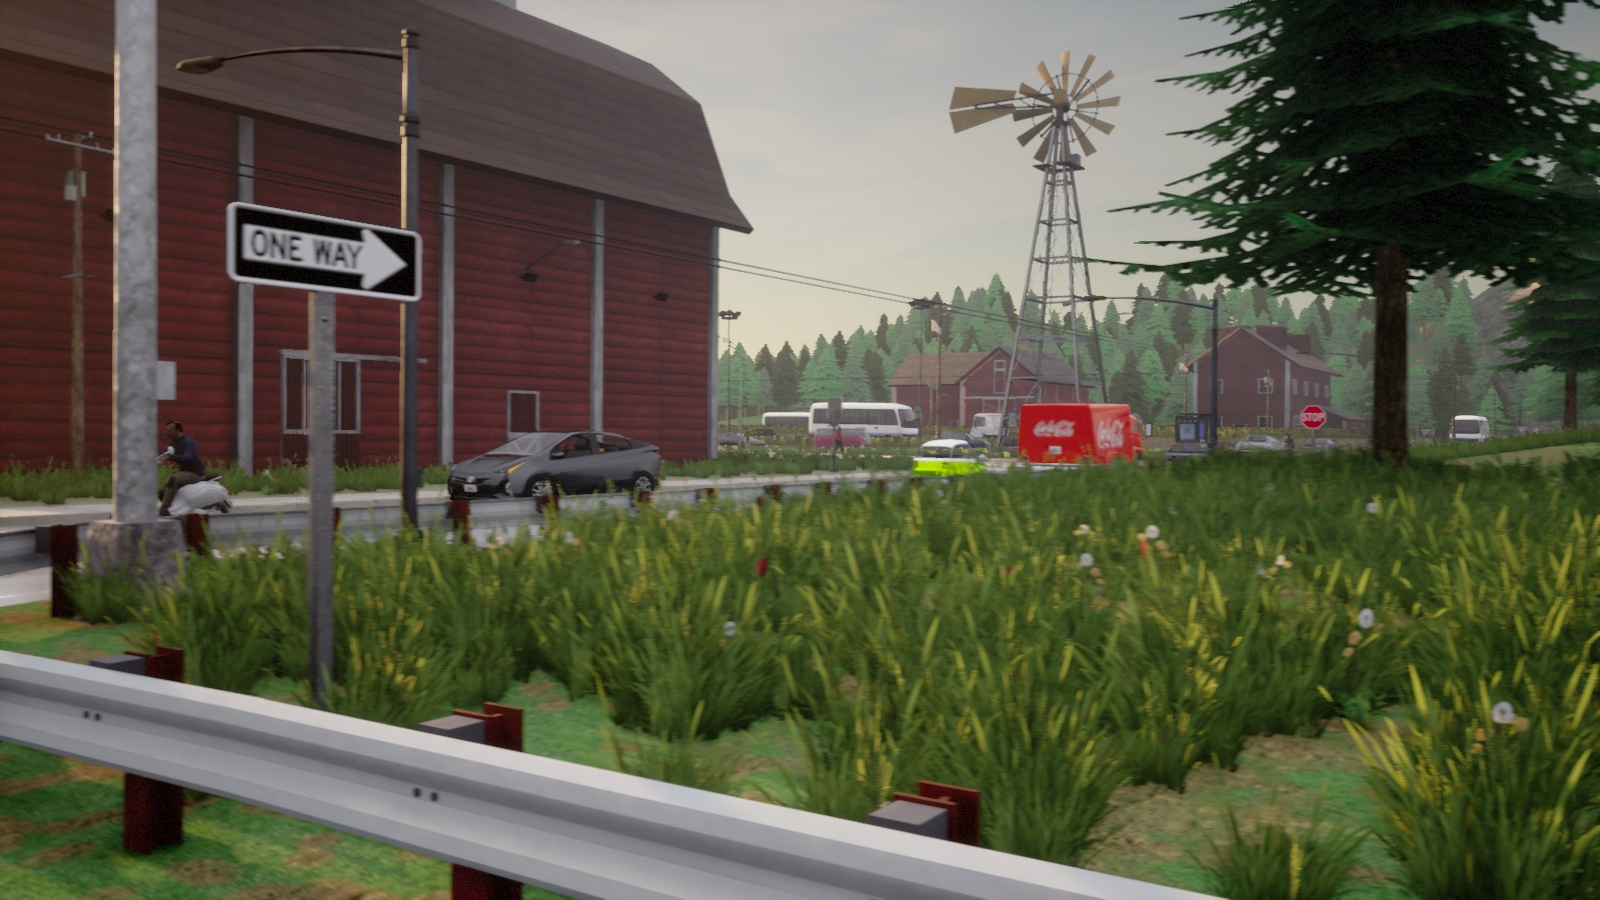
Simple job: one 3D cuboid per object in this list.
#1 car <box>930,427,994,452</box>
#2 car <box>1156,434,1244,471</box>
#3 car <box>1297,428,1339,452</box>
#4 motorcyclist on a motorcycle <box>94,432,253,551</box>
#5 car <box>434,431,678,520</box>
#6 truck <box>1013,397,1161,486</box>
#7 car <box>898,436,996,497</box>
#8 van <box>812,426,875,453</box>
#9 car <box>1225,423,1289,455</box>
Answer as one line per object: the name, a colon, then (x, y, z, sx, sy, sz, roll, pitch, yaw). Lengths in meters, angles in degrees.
car: (11.785, -0.748, 91.273, 4.553, 1.767, 2.097, 0, 1, 10)
car: (15.101, 0.070, 47.257, 1.895, 1.301, 4.718, 0, 1, 34)
car: (33.293, -0.642, 80.606, 1.845, 1.501, 3.633, 0, 1, 33)
motorcyclist on a motorcycle: (-8.876, 0.547, 17.856, 0.866, 1.590, 1.817, 0, 1, 34)
car: (-4.582, 0.413, 24.245, 2.007, 1.525, 4.514, 0, 1, 34)
truck: (8.705, -0.316, 37.742, 2.627, 2.467, 5.204, 0, 2, 34)
car: (3.546, 0.367, 30.065, 1.481, 1.376, 2.207, 0, 1, 34)
van: (3.246, -0.822, 94.669, 4.442, 1.987, 1.775, 0, 1, 33)
car: (24.743, -0.624, 67.879, 2.152, 1.651, 5.027, 0, 1, 34)
